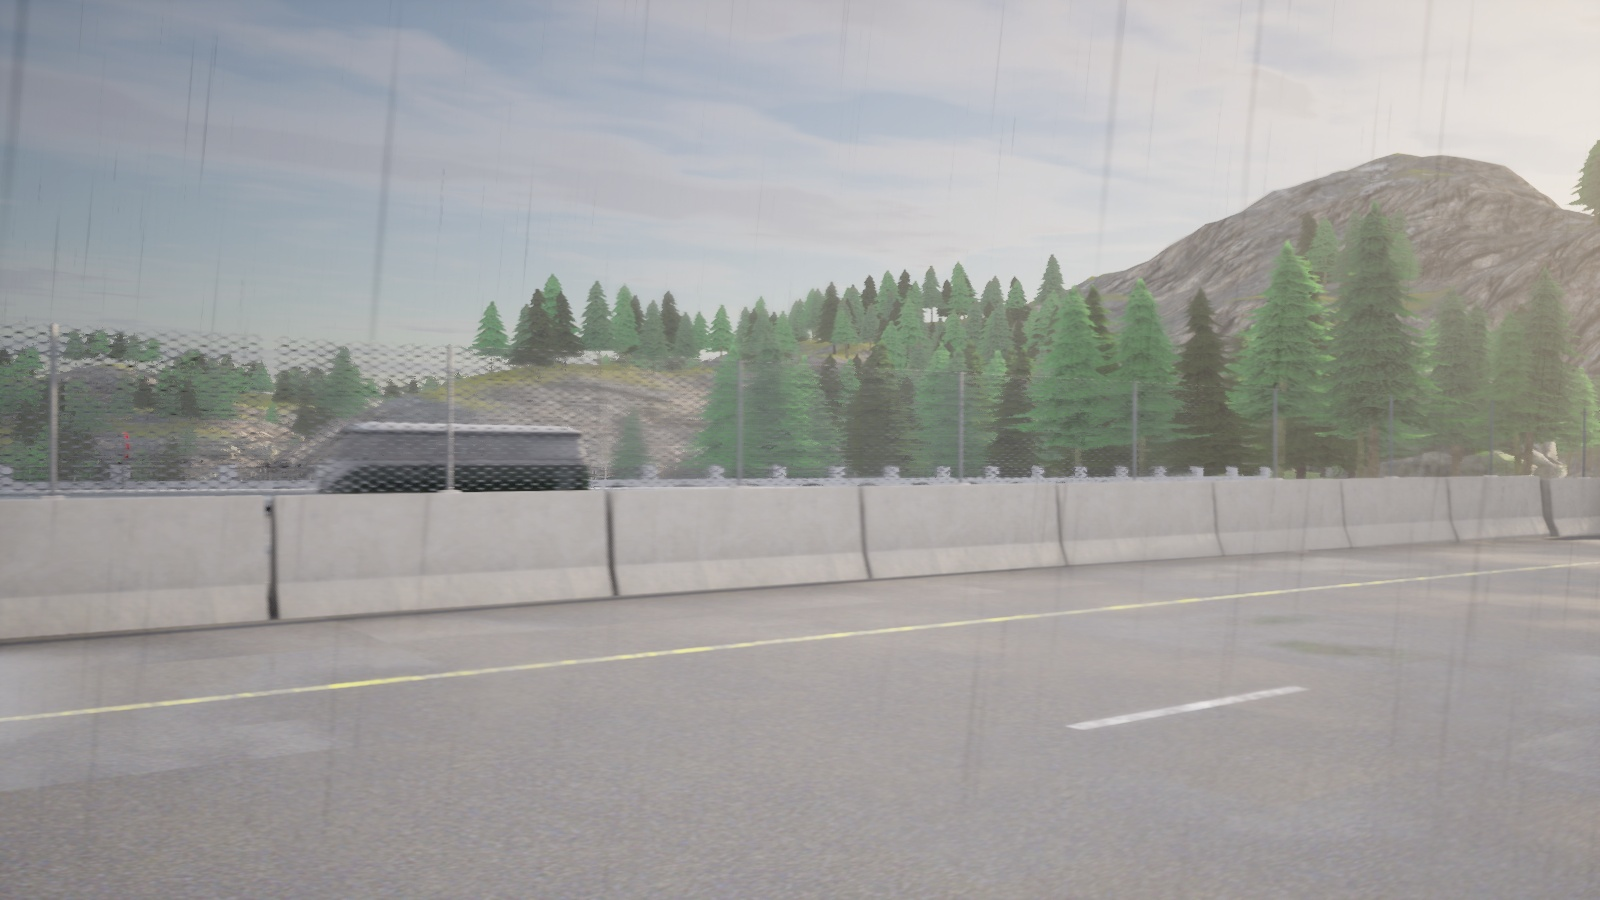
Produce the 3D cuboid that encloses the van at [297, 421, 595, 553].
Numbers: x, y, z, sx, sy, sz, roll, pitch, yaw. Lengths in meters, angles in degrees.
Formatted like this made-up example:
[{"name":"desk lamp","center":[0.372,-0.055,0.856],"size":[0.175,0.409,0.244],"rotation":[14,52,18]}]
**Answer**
[{"name":"van","center":[-5.827,0.564,20.926],"size":[4.442,1.987,1.775],"rotation":[0,0,-35]}]
